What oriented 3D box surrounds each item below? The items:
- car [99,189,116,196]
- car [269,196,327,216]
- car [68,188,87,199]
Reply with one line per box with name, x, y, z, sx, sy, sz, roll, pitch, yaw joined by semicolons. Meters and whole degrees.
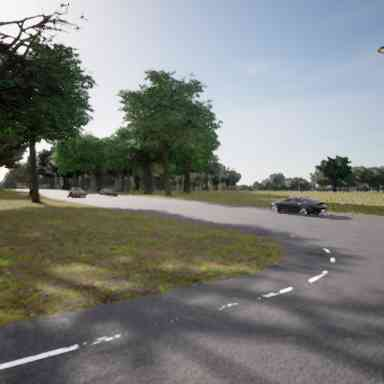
car;-15.777;0.045;61.779;1.994;1.385;4.181;-1;2;-35
car;8.577;1.107;27.296;1.837;1.490;4.892;-1;2;-35
car;-18.469;0.091;53.579;2.097;1.767;4.553;-1;2;-34
